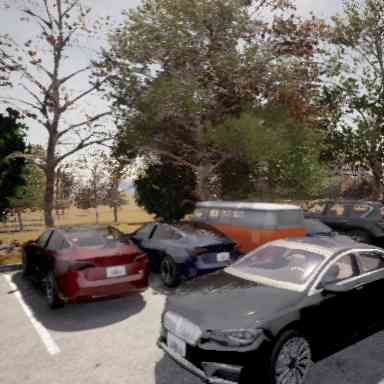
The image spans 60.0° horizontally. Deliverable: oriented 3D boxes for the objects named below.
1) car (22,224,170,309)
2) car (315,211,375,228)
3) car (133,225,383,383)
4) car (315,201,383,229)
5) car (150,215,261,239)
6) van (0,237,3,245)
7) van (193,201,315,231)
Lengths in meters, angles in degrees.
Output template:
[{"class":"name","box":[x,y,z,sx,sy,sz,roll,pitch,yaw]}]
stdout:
[{"class":"car","box":[-2.772,1.531,8.121,2.163,1.488,4.792,1,0,-36]},{"class":"car","box":[4.018,1.634,12.902,2.163,1.488,4.792,1,-1,-36]},{"class":"car","box":[1.811,1.533,5.288,4.902,1.511,2.128,1,-1,-36]},{"class":"car","box":[6.241,1.394,14.561,2.435,2.045,5.566,1,-1,-36]},{"class":"car","box":[-0.624,1.559,9.655,2.163,1.488,4.792,1,-1,-36]},{"class":"van","box":[-4.929,1.253,6.411,1.878,1.987,4.442,1,0,-36]},{"class":"van","box":[1.582,1.338,11.340,1.878,1.987,4.442,1,-1,-36]}]
